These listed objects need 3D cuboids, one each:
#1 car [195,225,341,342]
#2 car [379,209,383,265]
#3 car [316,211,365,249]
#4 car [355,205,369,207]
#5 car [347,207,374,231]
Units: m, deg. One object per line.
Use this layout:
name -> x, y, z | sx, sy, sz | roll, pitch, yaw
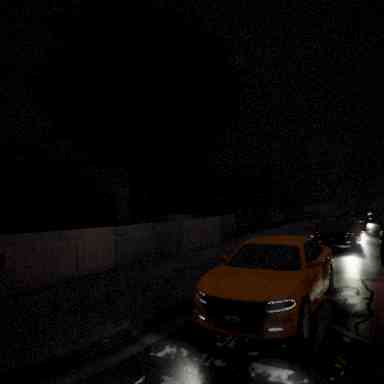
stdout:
car -> 1.851, 1.721, 7.269 | 1.882, 1.535, 5.008 | -3, -2, 30
car -> 8.251, 1.633, 12.469 | 2.097, 1.767, 4.553 | -3, -2, 30
car -> 7.664, 1.956, 17.332 | 1.882, 1.535, 5.008 | -3, -3, 30
car -> 17.766, 2.232, 34.756 | 2.097, 1.767, 4.553 | -3, -2, 30
car -> 12.674, 2.172, 25.995 | 2.128, 1.511, 4.902 | -3, -3, 30
